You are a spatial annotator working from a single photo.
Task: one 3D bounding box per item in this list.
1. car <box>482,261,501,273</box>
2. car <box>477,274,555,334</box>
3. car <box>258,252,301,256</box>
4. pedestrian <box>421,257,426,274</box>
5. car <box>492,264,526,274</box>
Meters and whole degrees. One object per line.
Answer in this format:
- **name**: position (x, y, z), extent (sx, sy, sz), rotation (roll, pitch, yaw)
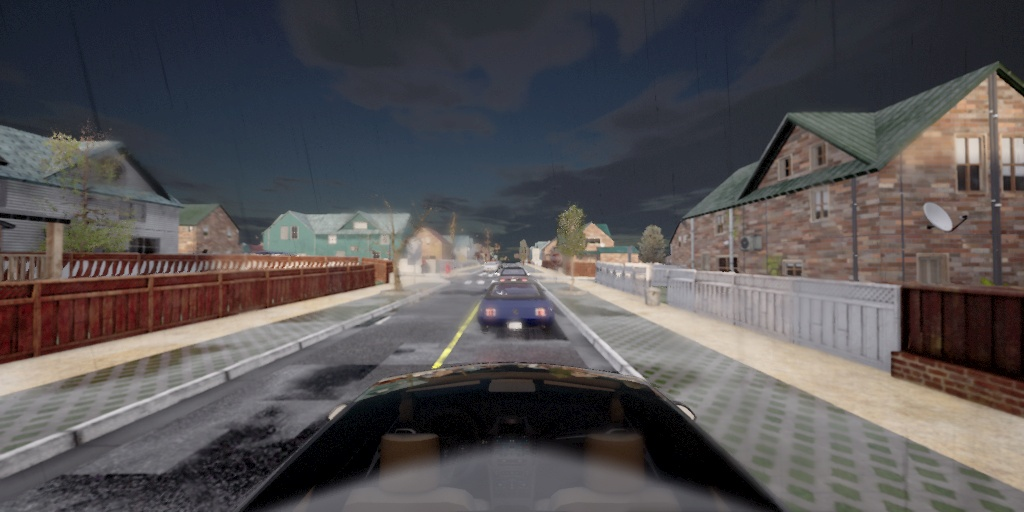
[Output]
- **car**: position (-2.821, 1.515, 48.199), extent (1.812, 1.442, 4.674), rotation (0, 0, 0)
- **car**: position (0.098, 1.388, 10.785), extent (1.895, 1.301, 4.718), rotation (0, 0, 0)
- **car**: position (-20.347, 0.667, 32.645), extent (5.566, 2.045, 2.150), rotation (1, -1, 0)
- **pedestrian**: position (-9.612, 0.949, 38.495), extent (0.375, 1.860, 0.375), rotation (0, -2, 0)
- **car**: position (0.097, 1.387, 21.893), extent (2.033, 1.411, 5.357), rotation (0, 0, 0)
